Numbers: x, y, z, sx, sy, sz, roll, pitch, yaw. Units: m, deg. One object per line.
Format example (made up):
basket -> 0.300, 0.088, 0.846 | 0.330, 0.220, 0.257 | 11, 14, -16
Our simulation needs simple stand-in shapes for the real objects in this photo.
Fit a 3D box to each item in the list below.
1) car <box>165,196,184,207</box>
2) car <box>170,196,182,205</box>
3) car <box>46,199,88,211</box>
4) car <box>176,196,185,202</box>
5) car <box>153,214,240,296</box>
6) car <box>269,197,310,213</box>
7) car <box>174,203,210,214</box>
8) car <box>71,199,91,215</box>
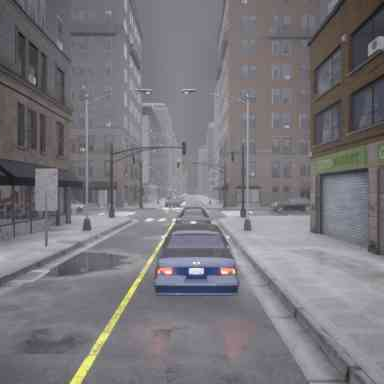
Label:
car -> -2.810, 1.351, 49.838 | 2.097, 1.767, 4.553 | 0, 0, 1
car -> -2.758, 1.526, 58.567 | 1.812, 1.442, 4.674 | 0, 0, 0
car -> -14.697, 1.539, 39.283 | 4.313, 1.339, 1.947 | 0, 0, 0
car -> -2.654, 1.599, 78.884 | 1.895, 1.301, 4.718 | 0, 0, 0
car -> 0.094, 1.547, 8.807 | 2.033, 1.411, 5.357 | 0, 0, 0
car -> 10.886, 1.353, 36.679 | 4.553, 1.767, 2.097 | 0, 0, 0
car -> 0.086, 1.563, 19.353 | 1.994, 1.385, 4.181 | 0, 0, 1
car -> -12.692, 1.524, 33.848 | 4.674, 1.442, 1.812 | 0, 0, -1
